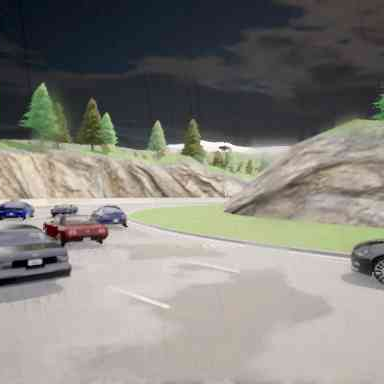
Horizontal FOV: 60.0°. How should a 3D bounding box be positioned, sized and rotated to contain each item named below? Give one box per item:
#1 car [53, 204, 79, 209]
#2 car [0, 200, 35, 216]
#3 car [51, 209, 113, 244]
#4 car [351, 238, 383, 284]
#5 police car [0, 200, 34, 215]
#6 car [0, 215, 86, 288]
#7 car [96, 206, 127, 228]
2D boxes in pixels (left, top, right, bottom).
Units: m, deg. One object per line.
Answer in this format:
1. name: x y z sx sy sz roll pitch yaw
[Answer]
1. car: -12.365 1.782 32.638 1.895 1.301 4.718 0 0 -10
2. car: -15.061 1.619 28.931 1.882 1.535 5.008 0 0 -15
3. car: -5.617 1.691 15.659 1.895 1.301 4.718 1 0 -35
4. car: 6.575 1.584 8.079 4.902 1.511 2.128 0 0 35
5. police car: -20.048 1.687 37.843 2.038 1.542 4.974 1 0 -4
6. car: -5.099 1.593 9.213 2.033 1.411 5.357 1 -1 -41
7. car: -5.823 1.670 23.229 1.812 1.442 4.674 0 0 -25
